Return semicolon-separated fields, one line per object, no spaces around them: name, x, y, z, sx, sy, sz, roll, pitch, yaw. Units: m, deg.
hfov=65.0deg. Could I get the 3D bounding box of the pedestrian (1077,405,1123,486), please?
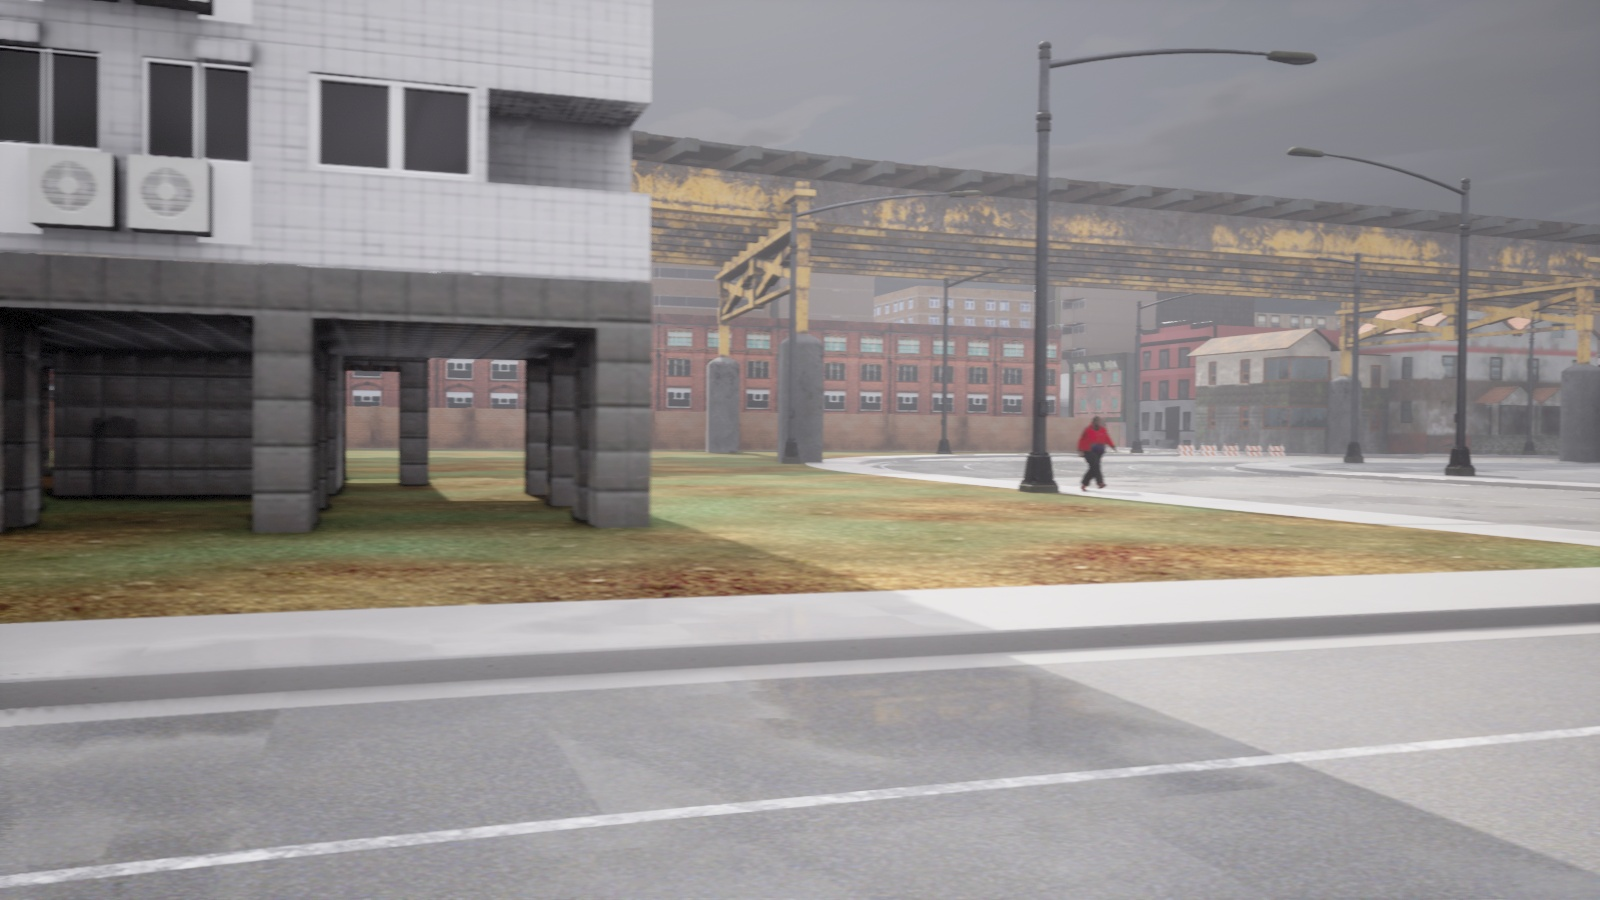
pedestrian;6.895;-0.112;28.905;0.634;1.844;0.899;-1;1;-21
